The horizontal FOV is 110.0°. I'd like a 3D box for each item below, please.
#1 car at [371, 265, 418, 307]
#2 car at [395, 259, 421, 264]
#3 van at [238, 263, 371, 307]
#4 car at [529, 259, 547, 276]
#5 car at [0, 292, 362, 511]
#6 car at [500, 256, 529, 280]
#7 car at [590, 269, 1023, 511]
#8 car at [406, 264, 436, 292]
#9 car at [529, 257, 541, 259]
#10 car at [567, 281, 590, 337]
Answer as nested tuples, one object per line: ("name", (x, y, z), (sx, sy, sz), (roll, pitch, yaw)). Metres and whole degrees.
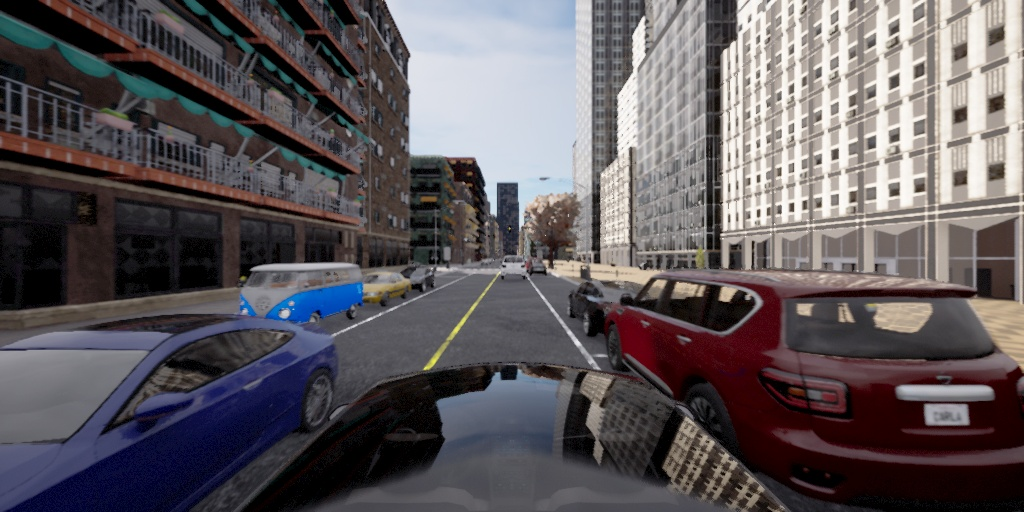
("car", (-5.691, 1.278, 15.485), (1.751, 1.417, 4.829), (0, 0, 0))
("car", (-16.440, 1.127, 56.239), (4.403, 1.370, 2.007), (0, 0, -1))
("van", (-5.690, 1.092, 10.132), (1.690, 1.789, 3.998), (0, 0, 0))
("car", (2.689, 1.334, 37.746), (1.948, 1.339, 4.313), (0, 0, 0))
("car", (-3.100, 1.276, 2.818), (1.812, 1.442, 4.674), (0, 0, 0))
("car", (0.107, 0.986, 31.912), (2.150, 2.045, 5.566), (0, 0, -1))
("car", (2.692, 1.065, 4.610), (2.192, 1.841, 5.009), (0, 0, 0))
("car", (-5.691, 1.321, 21.178), (1.948, 1.339, 4.313), (0, 0, 0))
("car", (2.688, 1.088, 43.269), (2.192, 1.841, 5.009), (0, 0, 0))
("car", (2.691, 1.317, 10.132), (1.948, 1.339, 4.313), (0, 0, 0))
